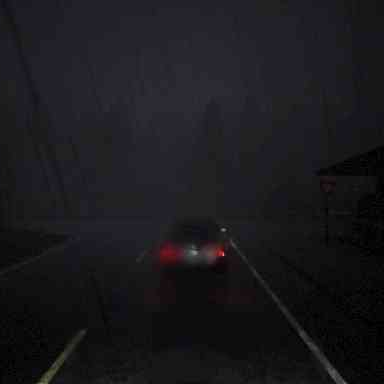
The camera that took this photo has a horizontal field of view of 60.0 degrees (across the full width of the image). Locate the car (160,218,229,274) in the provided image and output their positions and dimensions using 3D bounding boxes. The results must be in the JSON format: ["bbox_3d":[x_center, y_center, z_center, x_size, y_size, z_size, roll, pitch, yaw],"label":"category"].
[{"bbox_3d":[0.119,1.533,10.485,2.033,1.411,5.357,0,0,2],"label":"car"}]
